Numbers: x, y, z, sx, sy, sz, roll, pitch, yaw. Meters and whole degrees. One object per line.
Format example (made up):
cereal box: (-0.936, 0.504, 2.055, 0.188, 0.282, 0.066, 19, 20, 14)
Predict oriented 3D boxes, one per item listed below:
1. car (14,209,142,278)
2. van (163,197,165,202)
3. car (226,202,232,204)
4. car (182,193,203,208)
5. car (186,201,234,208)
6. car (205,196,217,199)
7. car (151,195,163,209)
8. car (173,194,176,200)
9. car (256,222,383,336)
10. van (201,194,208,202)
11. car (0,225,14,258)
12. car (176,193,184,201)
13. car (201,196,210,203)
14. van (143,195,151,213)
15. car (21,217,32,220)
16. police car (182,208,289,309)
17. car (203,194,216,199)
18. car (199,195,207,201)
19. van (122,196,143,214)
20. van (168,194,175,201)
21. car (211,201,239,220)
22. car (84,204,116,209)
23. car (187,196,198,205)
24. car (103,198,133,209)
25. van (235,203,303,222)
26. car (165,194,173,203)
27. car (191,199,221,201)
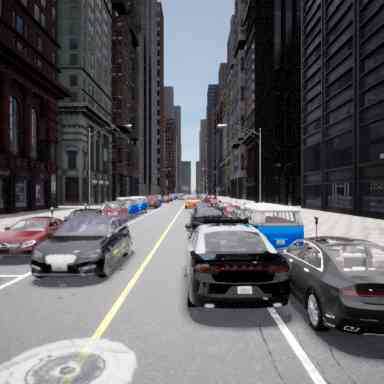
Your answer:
car: (-3.077, 1.492, 10.178, 2.128, 1.511, 4.902, 0, 0, 0)
van: (-5.646, 1.371, 51.739, 1.690, 1.788, 3.998, 0, 0, 0)
car: (2.815, 1.588, 23.554, 1.802, 1.307, 4.206, 0, 0, 0)
car: (0.126, 1.376, 46.041, 2.097, 1.767, 4.553, 0, 0, 1)
car: (0.828, 1.482, 18.012, 1.882, 1.535, 5.008, 0, 0, -2)
car: (2.854, 1.564, 40.462, 1.887, 1.381, 4.507, 0, 0, 0)
car: (-5.659, 1.339, 46.103, 2.192, 1.841, 5.009, 0, 0, 0)
car: (-5.581, 1.636, 79.923, 1.947, 1.339, 4.313, 0, 0, 0)
car: (2.776, 1.551, 6.645, 2.008, 1.369, 4.403, 0, 0, 0)
van: (2.944, 1.411, 79.916, 1.690, 1.788, 3.998, 0, 0, 0)
car: (-5.749, 1.566, 6.647, 1.947, 1.339, 4.313, 0, 0, 0)
car: (-2.799, 1.683, 87.306, 1.895, 1.301, 4.718, 0, 0, 0)
car: (2.932, 1.586, 74.450, 1.752, 1.417, 4.829, 0, 0, 0)
van: (-5.685, 1.356, 34.831, 1.690, 1.788, 3.998, 0, 0, 0)
car: (-5.736, 1.583, 12.284, 1.802, 1.307, 4.206, 0, 0, 0)
police car: (0.794, 1.427, 8.118, 1.930, 1.638, 5.238, 0, 0, -2)
car: (2.879, 1.345, 51.735, 2.192, 1.841, 5.009, 0, 0, 0)
car: (2.970, 1.529, 91.189, 1.967, 1.590, 4.097, 0, 0, 0)
van: (-5.698, 1.351, 29.194, 1.690, 1.788, 3.998, 0, 0, 0)
van: (-5.555, 1.430, 91.197, 1.690, 1.788, 3.998, 0, 0, 0)
car: (2.828, 1.561, 29.190, 2.008, 1.369, 4.403, 0, 0, 0)
car: (-5.723, 1.569, 17.921, 1.947, 1.339, 4.313, 0, 0, 0)
car: (0.136, 1.544, 59.108, 1.837, 1.490, 4.892, 0, 0, 0)
car: (-5.711, 1.447, 23.558, 1.967, 1.590, 4.097, 0, 0, 0)
van: (2.789, 1.342, 12.281, 1.690, 1.788, 3.998, 0, 0, 0)
car: (-5.607, 1.597, 68.650, 1.887, 1.381, 4.507, 0, 0, 0)
car: (0.955, 1.513, 24.034, 1.837, 1.490, 4.892, 0, 0, 0)
